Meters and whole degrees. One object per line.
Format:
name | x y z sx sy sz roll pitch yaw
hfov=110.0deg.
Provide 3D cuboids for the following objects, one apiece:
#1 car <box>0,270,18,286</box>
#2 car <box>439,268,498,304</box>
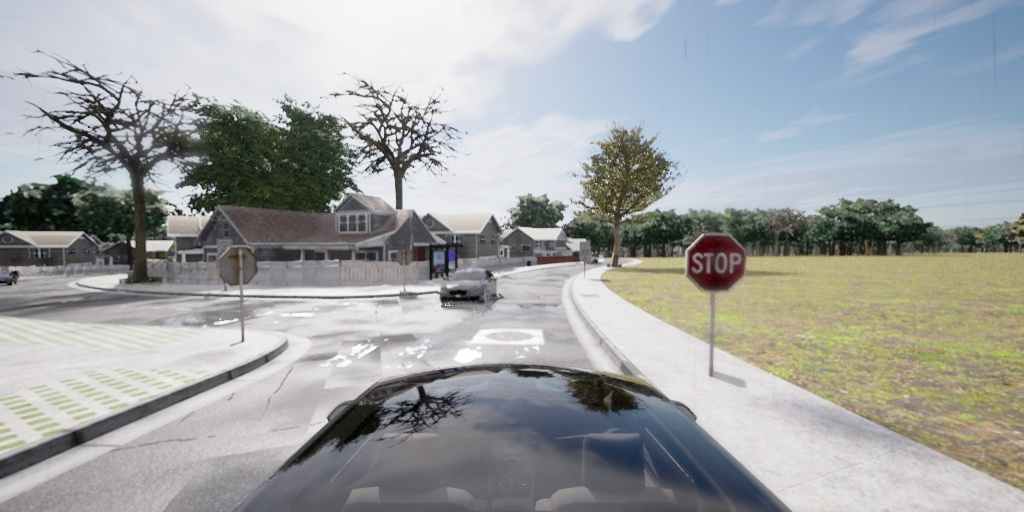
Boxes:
car | -45.482 1.968 31.605 4.181 1.385 1.994 -1 1 42
car | -1.817 1.315 16.264 1.837 1.490 4.892 0 -1 7
